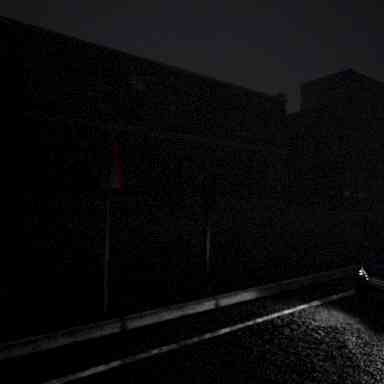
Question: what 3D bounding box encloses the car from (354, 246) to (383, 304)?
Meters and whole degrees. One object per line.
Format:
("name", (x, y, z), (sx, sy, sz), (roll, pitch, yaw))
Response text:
("car", (5.455, 1.622, 7.252), (4.674, 1.442, 1.812), (1, -1, -35))
